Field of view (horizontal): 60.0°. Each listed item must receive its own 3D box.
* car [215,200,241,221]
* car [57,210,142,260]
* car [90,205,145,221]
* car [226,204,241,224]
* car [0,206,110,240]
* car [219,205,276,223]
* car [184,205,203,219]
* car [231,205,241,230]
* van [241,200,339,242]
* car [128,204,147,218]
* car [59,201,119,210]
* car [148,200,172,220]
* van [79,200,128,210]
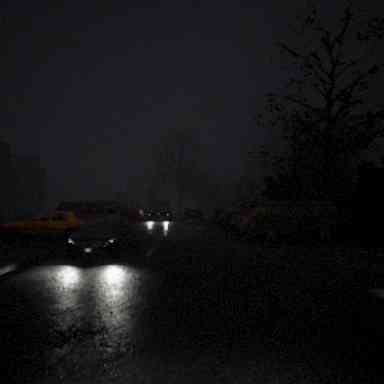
[{"bbox_3d":[5.046,1.665,28.073,5.566,2.045,2.435,0,-2,0],"label":"car"},{"bbox_3d":[-3.357,1.640,13.073,1.812,1.442,4.674,0,-1,0],"label":"car"},{"bbox_3d":[-7.213,2.060,32.596,5.008,1.535,2.097,0,-2,0],"label":"car"},{"bbox_3d":[5.263,1.768,22.351,5.366,1.575,1.946,0,-1,0],"label":"car"},{"bbox_3d":[-7.373,1.670,17.538,5.366,1.575,1.946,0,-1,0],"label":"car"},{"bbox_3d":[5.054,2.004,30.857,4.892,1.521,2.231,0,-2,0],"label":"car"},{"bbox_3d":[0.221,2.214,37.250,1.882,1.535,5.008,0,-2,3],"label":"car"},{"bbox_3d":[5.264,1.710,19.691,5.366,1.575,1.946,0,-1,0],"label":"car"},{"bbox_3d":[4.964,1.433,16.902,4.442,1.987,1.878,0,-1,0],"label":"van"},{"bbox_3d":[-7.174,1.715,29.687,5.566,2.045,2.435,0,-2,0],"label":"car"},{"bbox_3d":[-7.159,1.604,20.458,4.553,1.767,2.185,0,-1,0],"label":"car"},{"bbox_3d":[-3.307,1.881,35.318,2.150,2.045,5.566,0,-2,0],"label":"car"},{"bbox_3d":[-7.075,1.575,23.497,4.442,1.987,1.878,0,-1,0],"label":"van"}]
